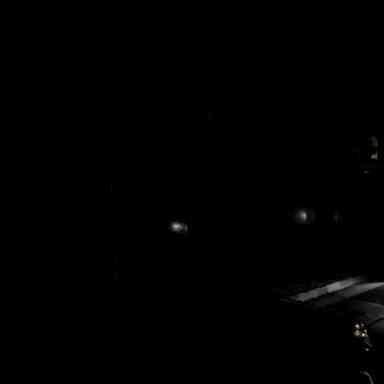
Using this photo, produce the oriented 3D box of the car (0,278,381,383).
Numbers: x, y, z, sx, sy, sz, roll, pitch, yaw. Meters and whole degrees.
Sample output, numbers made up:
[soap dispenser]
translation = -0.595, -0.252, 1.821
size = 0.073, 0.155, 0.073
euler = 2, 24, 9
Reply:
[car]
translation = -0.152, 1.592, 2.950
size = 4.181, 1.385, 1.994
euler = 0, 0, -37
